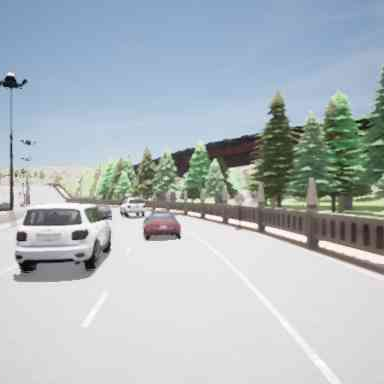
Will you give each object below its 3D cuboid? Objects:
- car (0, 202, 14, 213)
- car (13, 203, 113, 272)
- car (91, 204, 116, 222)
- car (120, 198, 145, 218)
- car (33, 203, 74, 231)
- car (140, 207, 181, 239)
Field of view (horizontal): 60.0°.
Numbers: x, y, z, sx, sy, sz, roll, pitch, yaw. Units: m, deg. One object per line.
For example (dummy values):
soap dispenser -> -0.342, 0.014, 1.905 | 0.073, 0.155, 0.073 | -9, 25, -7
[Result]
car -> -30.371, 2.443, 54.662 | 1.837, 1.490, 4.892 | 0, 1, -27
car -> -4.181, 1.401, 11.689 | 2.150, 2.045, 5.566 | 0, -1, -6
car -> -8.911, 2.022, 33.163 | 2.033, 1.411, 5.357 | 0, -1, -18
car -> -6.685, 1.720, 37.337 | 2.150, 2.045, 5.566 | 0, -1, -20
car -> -10.186, 1.744, 24.828 | 2.097, 1.767, 4.553 | 0, -1, -14
car -> -1.799, 1.804, 19.225 | 1.994, 1.385, 4.181 | 0, -1, -10
